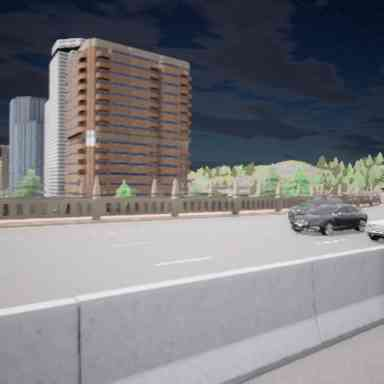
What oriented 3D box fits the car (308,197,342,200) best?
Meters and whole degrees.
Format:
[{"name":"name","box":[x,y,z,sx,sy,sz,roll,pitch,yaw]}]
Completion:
[{"name":"car","box":[8.586,1.133,22.401,4.553,1.767,2.097,0,1,-35]}]

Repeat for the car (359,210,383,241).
[{"name":"car","box":[9.694,1.511,14.661,4.718,1.301,1.895,0,1,-34]}]

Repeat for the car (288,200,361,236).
[{"name":"car","box":[7.160,1.343,17.194,4.892,1.490,1.837,0,1,-34]}]
